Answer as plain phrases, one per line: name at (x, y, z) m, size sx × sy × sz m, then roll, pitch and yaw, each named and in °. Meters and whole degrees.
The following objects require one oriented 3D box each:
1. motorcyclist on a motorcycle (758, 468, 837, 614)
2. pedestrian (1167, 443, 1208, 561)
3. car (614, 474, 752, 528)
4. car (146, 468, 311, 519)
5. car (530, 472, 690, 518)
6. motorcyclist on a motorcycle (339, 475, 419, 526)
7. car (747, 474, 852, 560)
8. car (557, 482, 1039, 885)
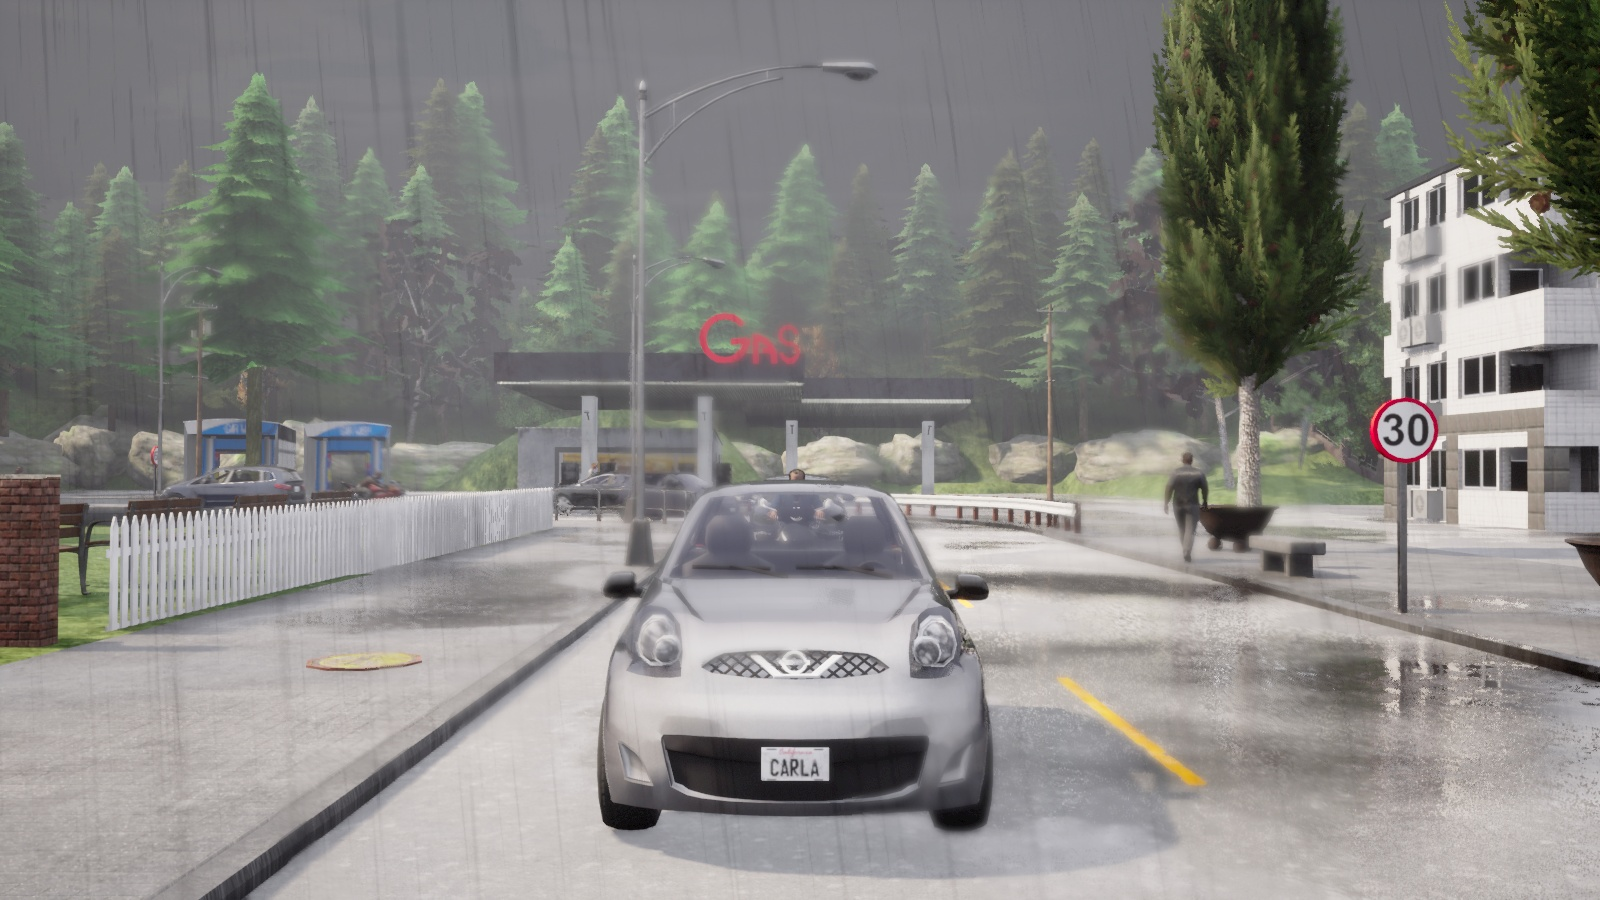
motorcyclist on a motorcycle at (-0.029, 1.014, 14.687) m, size 0.866 × 1.590 × 1.817 m, roll 0°, pitch -1°, yaw 0°
pedestrian at (6.385, 0.845, 20.672) m, size 0.563 × 1.883 × 0.849 m, roll -1°, pitch -1°, yaw 21°
car at (-3.439, 1.462, 36.948) m, size 3.633 × 1.501 × 1.845 m, roll -1°, pitch -1°, yaw 30°
car at (-19.410, 1.454, 42.802) m, size 4.611 × 1.667 × 2.242 m, roll 0°, pitch -1°, yaw 0°
car at (-6.402, 1.510, 42.537) m, size 4.902 × 1.511 × 2.128 m, roll 0°, pitch -1°, yaw 15°
motorcyclist on a motorcycle at (-12.992, 1.552, 38.822) m, size 2.191 × 1.530 × 0.866 m, roll 0°, pitch -1°, yaw 0°
car at (-0.025, 1.231, 24.563) m, size 1.837 × 1.490 × 4.892 m, roll 0°, pitch -1°, yaw 0°
car at (-0.012, 0.940, 6.633) m, size 1.845 × 1.501 × 3.633 m, roll 0°, pitch -1°, yaw 0°
